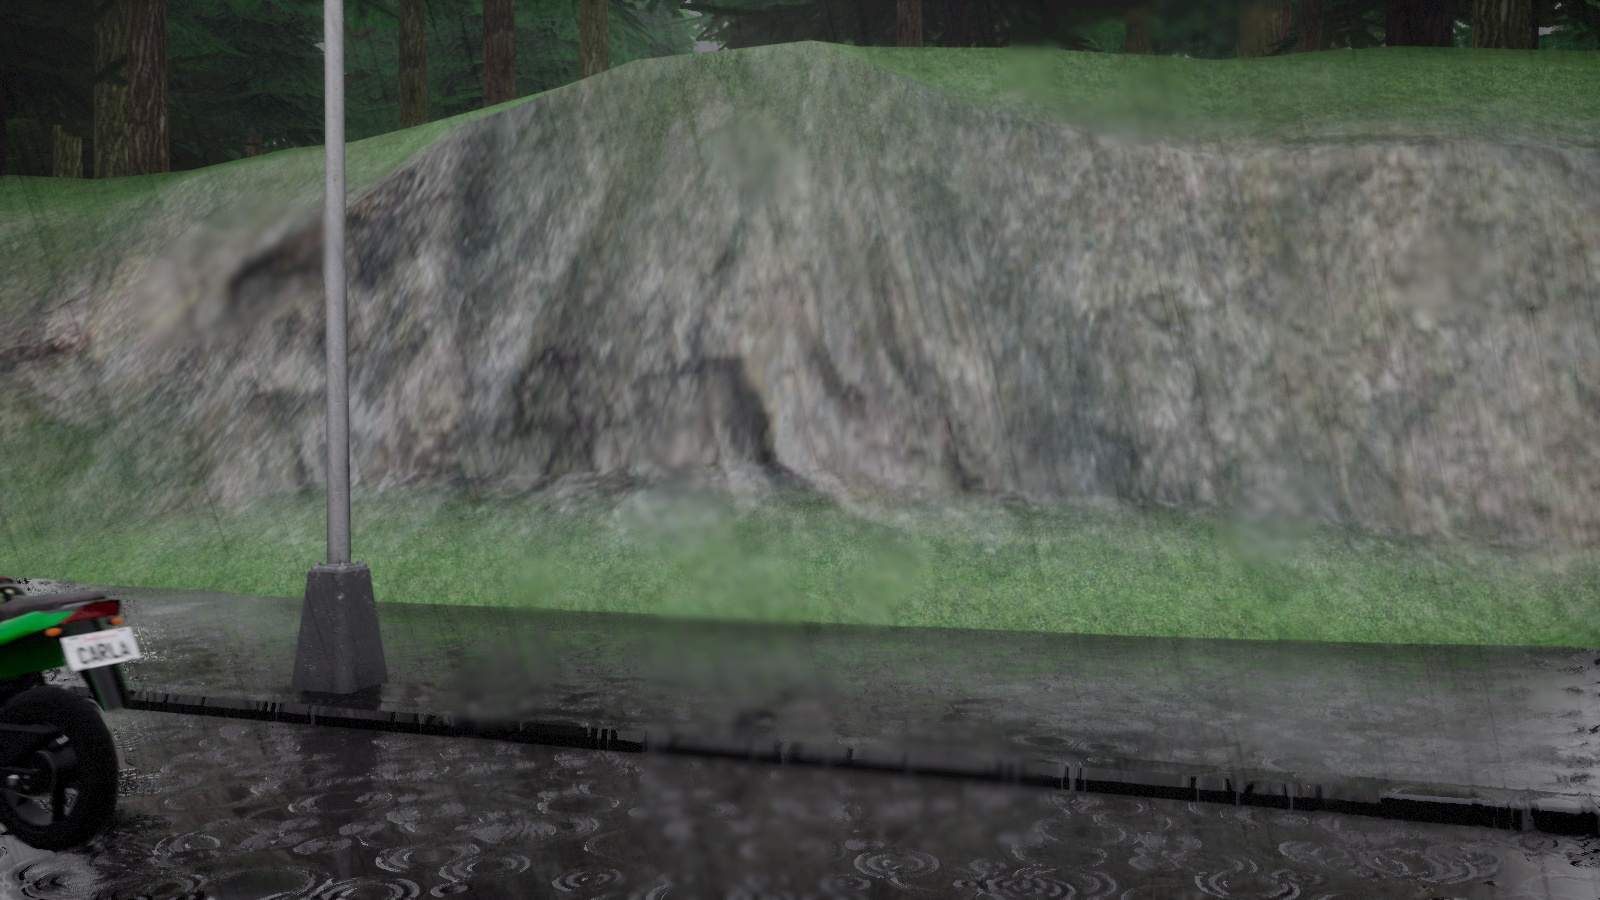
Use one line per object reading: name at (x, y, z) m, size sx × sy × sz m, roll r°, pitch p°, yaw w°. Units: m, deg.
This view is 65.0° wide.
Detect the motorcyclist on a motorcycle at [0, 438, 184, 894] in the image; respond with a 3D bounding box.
motorcyclist on a motorcycle at (-3.531, 0.717, 4.908) m, size 2.044 × 1.523 × 0.797 m, roll 1°, pitch 1°, yaw 19°
